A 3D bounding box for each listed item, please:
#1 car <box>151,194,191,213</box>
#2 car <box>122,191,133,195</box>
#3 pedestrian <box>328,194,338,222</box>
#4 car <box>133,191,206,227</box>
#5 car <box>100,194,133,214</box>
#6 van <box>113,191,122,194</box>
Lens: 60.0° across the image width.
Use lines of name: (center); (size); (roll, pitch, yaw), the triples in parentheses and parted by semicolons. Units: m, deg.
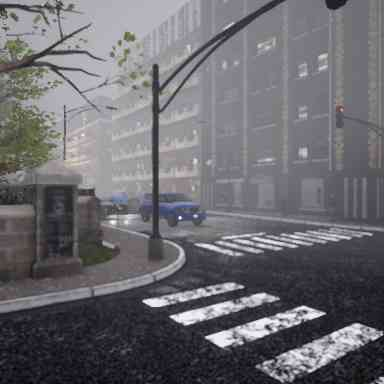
car: (-2.094, 1.049, 32.175); (1.967, 1.590, 4.097); (1, 0, -36)
car: (-5.354, 0.825, 36.630); (2.192, 1.841, 5.009); (1, 0, -36)
pedestrian: (9.177, 1.019, 21.739); (0.375, 1.860, 0.375); (1, -1, -36)
car: (-1.420, 0.992, 21.428); (2.150, 2.045, 5.566); (0, 1, -36)
car: (-7.078, 1.163, 29.157); (1.994, 1.385, 4.181); (0, 1, -36)
van: (-8.616, 0.753, 41.086); (1.690, 1.788, 3.998); (1, 0, -36)
